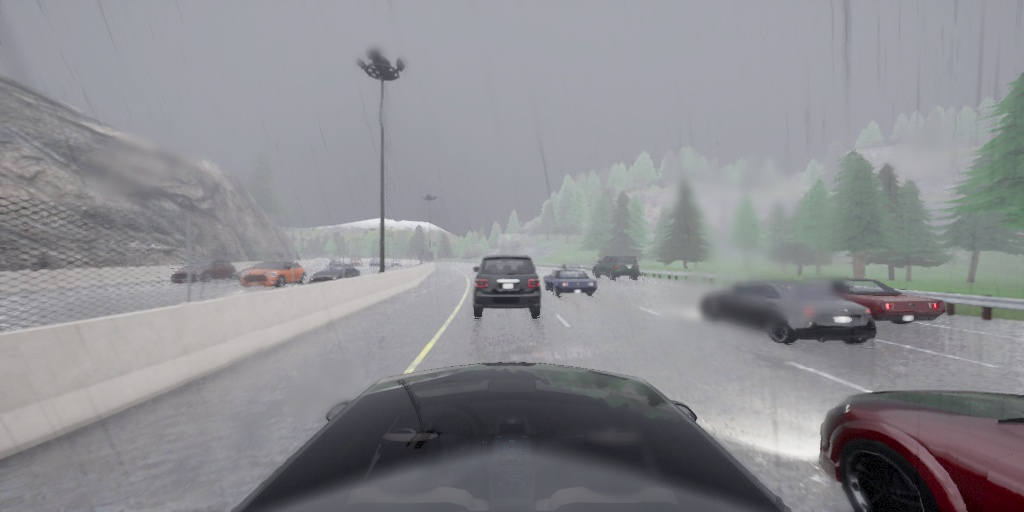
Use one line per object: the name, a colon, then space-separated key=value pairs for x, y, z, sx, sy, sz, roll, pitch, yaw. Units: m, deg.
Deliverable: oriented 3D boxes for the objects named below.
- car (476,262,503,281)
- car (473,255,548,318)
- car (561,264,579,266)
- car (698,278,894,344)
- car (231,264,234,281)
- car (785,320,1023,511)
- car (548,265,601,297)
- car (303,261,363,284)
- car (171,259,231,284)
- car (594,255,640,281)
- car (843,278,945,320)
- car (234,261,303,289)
car: x=-2.094 y=1.297 z=31.837 sx=2.033 sy=1.411 sz=5.357 roll=0 pitch=0 yaw=-8
car: x=-0.250 y=0.971 z=13.152 sx=2.150 sy=2.045 sz=5.566 roll=0 pitch=0 yaw=-3
car: x=4.973 y=1.348 z=31.700 sx=1.895 sy=1.301 sz=4.718 roll=0 pitch=0 yaw=-8
car: x=6.903 y=1.311 z=9.579 sx=1.994 sy=1.385 sz=4.181 roll=0 pitch=0 yaw=-2
car: x=-19.512 y=1.302 z=28.701 sx=2.033 sy=1.411 sz=5.357 roll=0 pitch=0 yaw=-8
car: x=3.580 y=1.313 z=1.264 sx=1.994 sy=1.385 sz=4.181 roll=0 pitch=0 yaw=0
car: x=2.881 y=1.349 z=18.843 sx=1.895 sy=1.301 sz=4.718 roll=0 pitch=0 yaw=-4
car: x=-11.943 y=1.300 z=24.704 sx=2.033 sy=1.411 sz=5.357 roll=0 pitch=0 yaw=-7
car: x=-22.823 y=1.108 z=26.815 sx=2.097 sy=1.767 sz=4.553 roll=0 pitch=0 yaw=-8
car: x=8.705 y=0.967 z=30.272 sx=2.150 sy=2.045 sz=5.566 roll=0 pitch=0 yaw=-7
car: x=10.332 y=1.347 z=11.661 sx=1.895 sy=1.301 sz=4.718 roll=0 pitch=0 yaw=-3
car: x=-15.356 y=1.106 z=23.387 sx=2.097 sy=1.767 sz=4.553 roll=0 pitch=0 yaw=-7
